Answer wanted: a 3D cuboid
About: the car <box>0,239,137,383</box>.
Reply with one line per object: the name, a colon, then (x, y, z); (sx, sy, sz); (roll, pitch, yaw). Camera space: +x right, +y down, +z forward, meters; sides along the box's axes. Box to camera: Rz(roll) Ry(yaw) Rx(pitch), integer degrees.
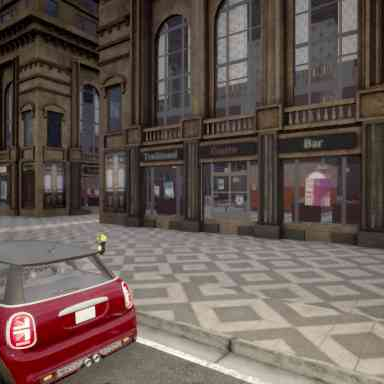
car: (-2.807, 1.440, 4.967); (4.097, 1.590, 1.967); (0, 0, 36)
